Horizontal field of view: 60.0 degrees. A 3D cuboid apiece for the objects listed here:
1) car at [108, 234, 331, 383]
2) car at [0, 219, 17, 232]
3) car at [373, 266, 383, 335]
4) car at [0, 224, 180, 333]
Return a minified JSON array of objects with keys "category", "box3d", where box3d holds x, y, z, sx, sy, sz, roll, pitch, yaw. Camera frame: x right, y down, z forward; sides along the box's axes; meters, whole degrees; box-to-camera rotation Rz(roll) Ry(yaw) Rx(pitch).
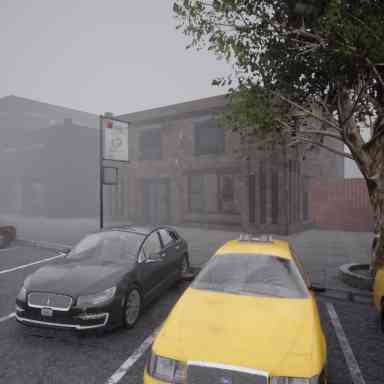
[{"category":"car","box3d":[0.962,1.480,5.186,1.946,1.575,5.366,1,-1,16]},{"category":"car","box3d":[-8.741,1.528,12.359,2.002,1.452,4.674,1,-1,16]},{"category":"car","box3d":[3.405,1.480,3.442,1.946,1.575,5.366,1,-1,16]},{"category":"car","box3d":[-1.424,1.487,7.117,2.231,1.521,4.892,1,-1,16]}]
